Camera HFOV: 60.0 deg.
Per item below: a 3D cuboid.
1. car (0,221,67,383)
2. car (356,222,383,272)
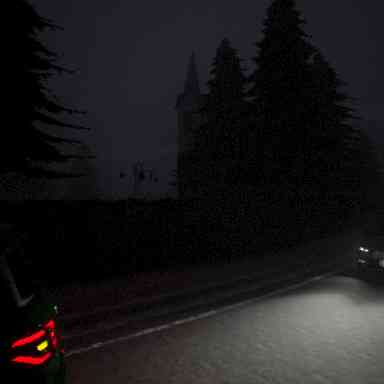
[{"bbox_3d":[-3.563,1.229,1.617,5.566,2.045,2.150,1,-1,-36],"label":"car"},{"bbox_3d":[6.718,1.623,10.401,2.128,1.511,4.902,0,-1,43],"label":"car"}]
